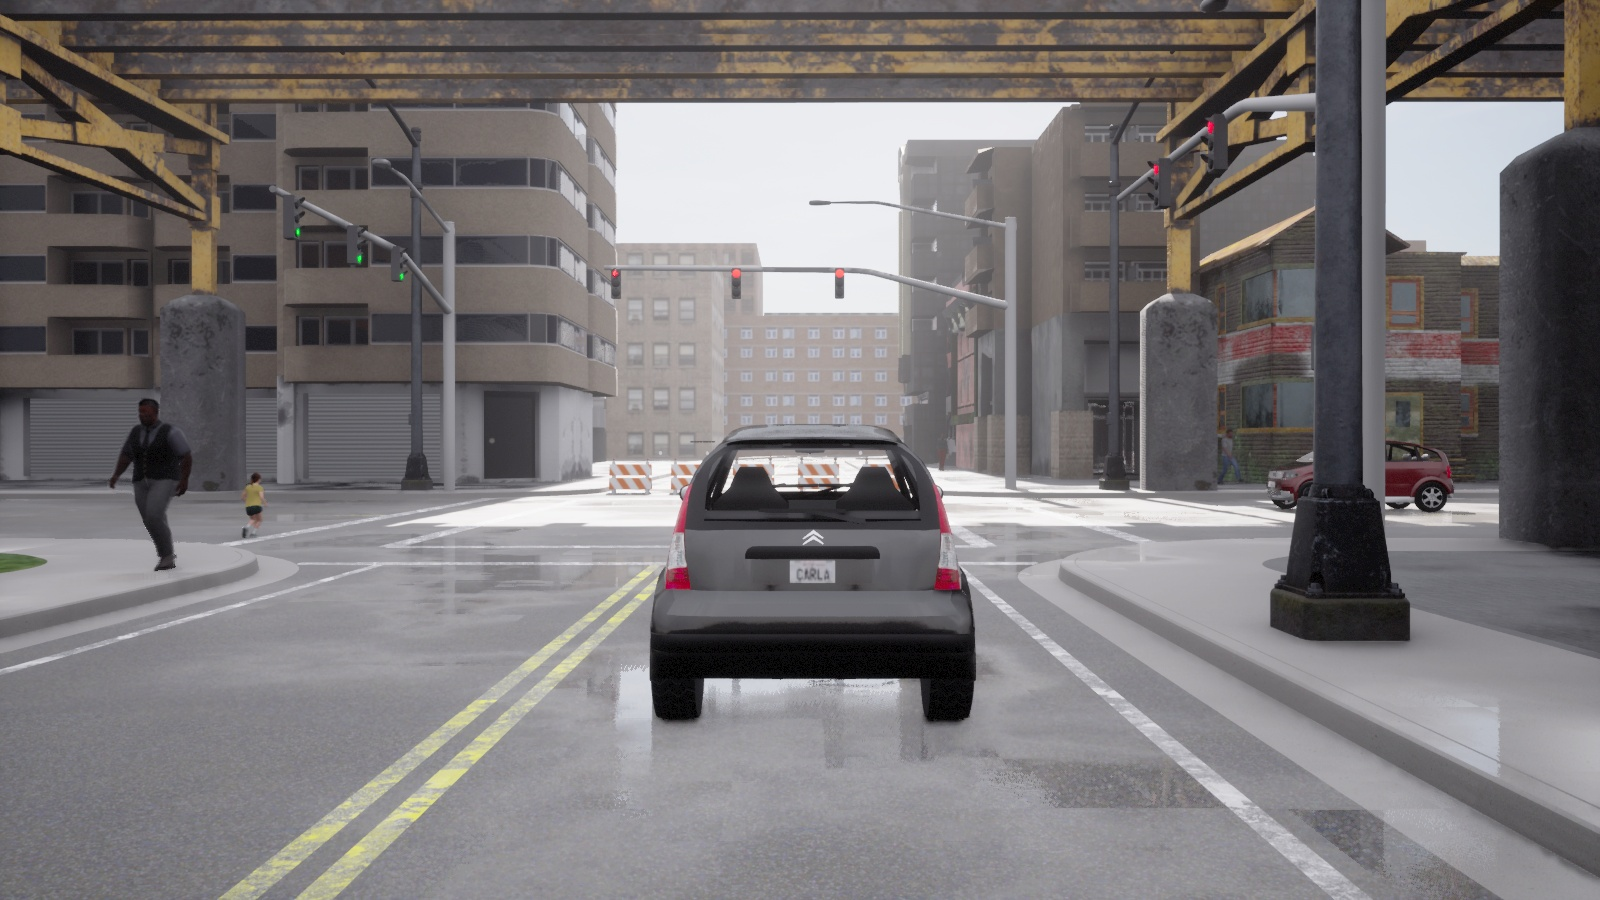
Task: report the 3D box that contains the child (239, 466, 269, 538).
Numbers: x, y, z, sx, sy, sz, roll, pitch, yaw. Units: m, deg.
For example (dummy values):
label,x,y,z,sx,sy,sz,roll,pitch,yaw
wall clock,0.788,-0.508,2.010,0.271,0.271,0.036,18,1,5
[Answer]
label,x,y,z,sx,sy,sz,roll,pitch,yaw
child,-8.555,0.804,19.668,0.255,1.110,0.394,0,0,10

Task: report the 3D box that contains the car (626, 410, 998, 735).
label,x,y,z,sx,sy,sz,roll,pitch,yaw
car,0.073,0.598,8.243,1.851,1.617,3.988,0,0,0

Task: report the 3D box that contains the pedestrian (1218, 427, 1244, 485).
label,x,y,z,sx,sy,sz,roll,pitch,yaw
pedestrian,13.727,0.197,39.997,0.354,1.836,0.706,0,0,-30

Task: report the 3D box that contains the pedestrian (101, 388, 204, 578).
label,x,y,z,sx,sy,sz,roll,pitch,yaw
pedestrian,-6.651,0.324,12.936,0.563,1.883,0.849,0,0,7

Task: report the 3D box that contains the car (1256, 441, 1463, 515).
label,x,y,z,sx,sy,sz,roll,pitch,yaw
car,12.145,0.580,27.426,3.705,1.549,1.789,0,0,0

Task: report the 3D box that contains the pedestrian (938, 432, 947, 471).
label,x,y,z,sx,sy,sz,roll,pitch,yaw
pedestrian,6.879,0.075,60.576,0.353,1.847,0.614,0,0,-4
